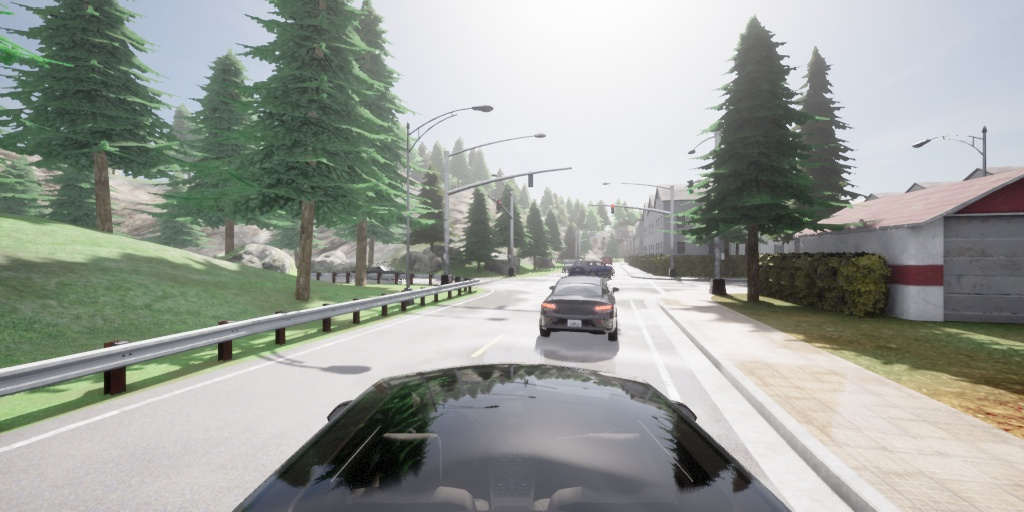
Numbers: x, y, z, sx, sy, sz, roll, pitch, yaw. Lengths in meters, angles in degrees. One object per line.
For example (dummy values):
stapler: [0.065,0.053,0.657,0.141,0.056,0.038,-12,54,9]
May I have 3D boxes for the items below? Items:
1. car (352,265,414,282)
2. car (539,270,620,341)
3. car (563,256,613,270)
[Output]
car: [-10.178,1.366,28.624,4.718,1.301,1.895,0,0,15]
car: [1.939,1.276,9.902,1.812,1.442,4.674,0,0,15]
car: [6.659,1.109,29.868,2.097,1.767,4.553,-1,0,45]
